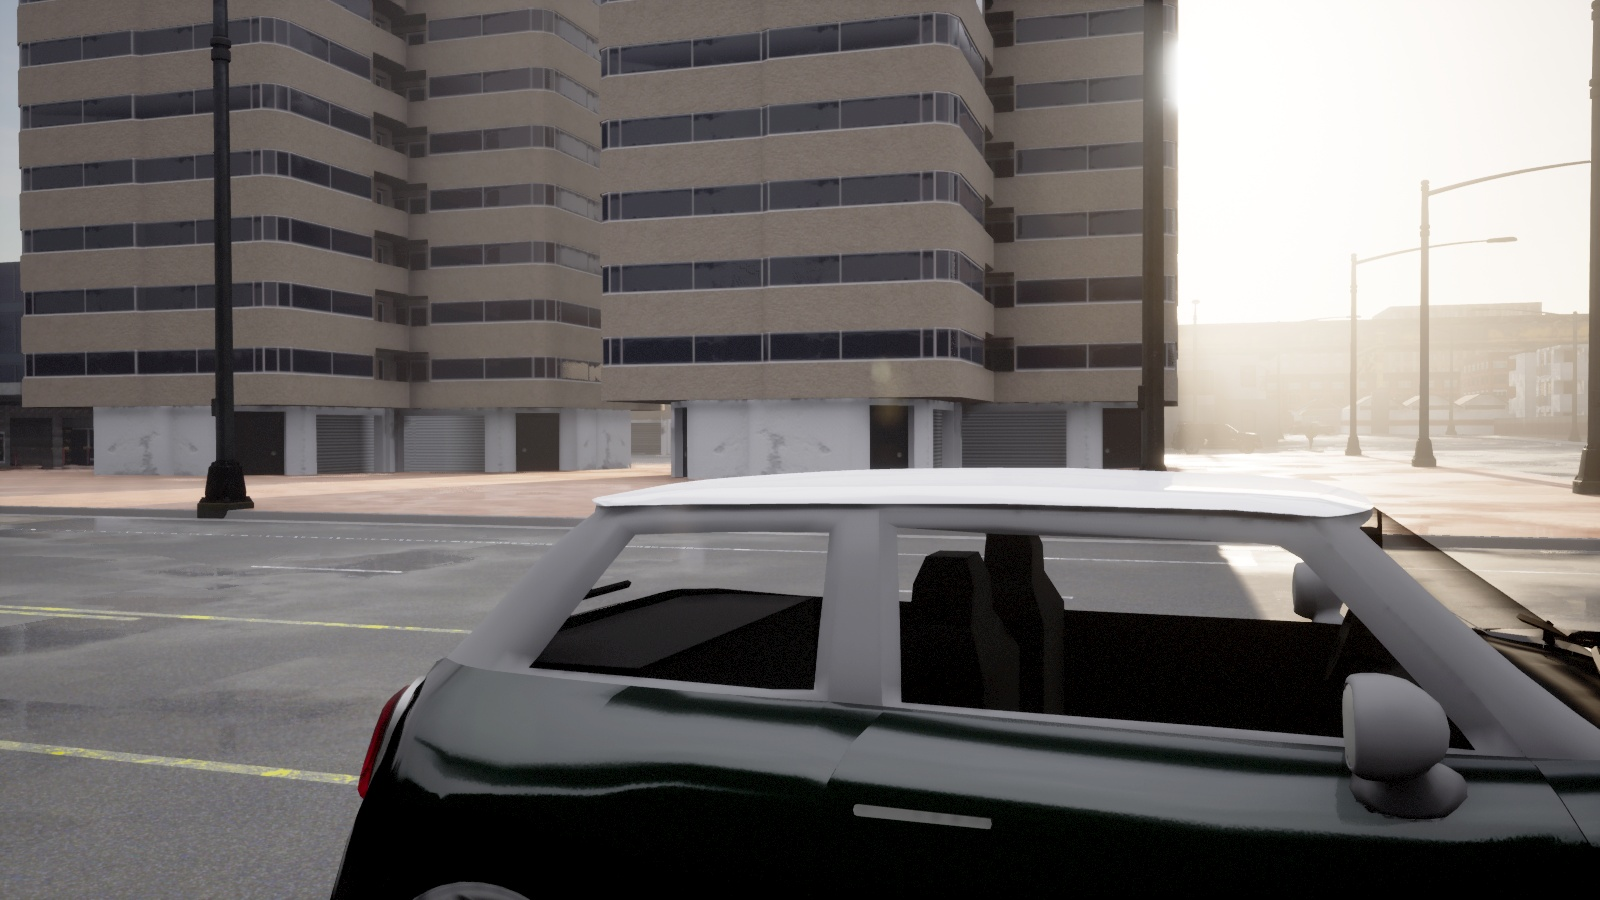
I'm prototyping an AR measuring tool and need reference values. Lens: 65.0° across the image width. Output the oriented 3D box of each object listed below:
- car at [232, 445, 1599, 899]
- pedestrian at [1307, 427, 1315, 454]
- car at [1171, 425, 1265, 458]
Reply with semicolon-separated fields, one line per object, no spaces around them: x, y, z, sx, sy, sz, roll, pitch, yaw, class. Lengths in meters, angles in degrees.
0.941;0.749;2.925;3.806;1.475;1.970;1;1;19;car
36.053;-0.672;88.606;0.431;1.840;0.709;0;1;13;pedestrian
26.376;-0.517;79.477;5.566;2.045;2.150;0;1;17;car
